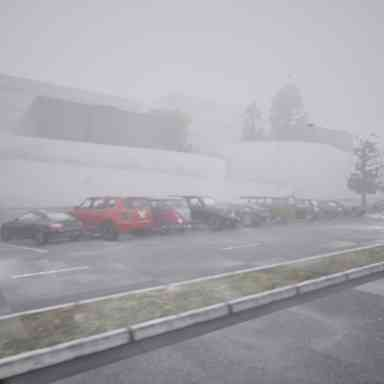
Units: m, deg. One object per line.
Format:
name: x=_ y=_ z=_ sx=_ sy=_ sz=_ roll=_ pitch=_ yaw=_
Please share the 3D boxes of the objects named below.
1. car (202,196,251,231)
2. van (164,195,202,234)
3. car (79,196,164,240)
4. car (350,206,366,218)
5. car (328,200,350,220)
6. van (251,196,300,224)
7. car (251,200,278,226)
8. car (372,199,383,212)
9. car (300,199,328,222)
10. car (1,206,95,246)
car: x=0.396 y=1.225 z=20.530 sx=5.566 sy=2.045 sz=2.435 roll=-1 pitch=-1 yaw=35
van: x=-1.961 y=1.258 z=18.749 sx=4.442 sy=1.987 sz=1.878 roll=-1 pitch=-1 yaw=35
car: x=-4.519 y=1.241 z=17.094 sx=5.566 sy=2.045 sz=2.435 roll=-1 pitch=-1 yaw=35
car: x=12.565 y=1.466 z=29.187 sx=4.792 sy=1.488 sz=2.163 roll=-1 pitch=-1 yaw=35
car: x=10.094 y=1.485 z=27.454 sx=4.674 sy=1.452 sz=2.002 roll=-1 pitch=0 yaw=35
van: x=5.132 y=1.237 z=24.064 sx=4.442 sy=1.987 sz=1.878 roll=-1 pitch=0 yaw=35
car: x=2.806 y=1.470 z=22.264 sx=4.892 sy=1.521 sz=2.231 roll=-1 pitch=0 yaw=35
car: x=22.346 y=1.435 z=36.150 sx=4.792 sy=1.488 sz=2.163 roll=-1 pitch=-1 yaw=35
car: x=7.686 y=1.327 z=25.711 sx=4.553 sy=1.767 sz=2.185 roll=-1 pitch=0 yaw=35
car: x=-6.919 y=1.534 z=15.344 sx=4.674 sy=1.452 sz=2.002 roll=-1 pitch=0 yaw=35
